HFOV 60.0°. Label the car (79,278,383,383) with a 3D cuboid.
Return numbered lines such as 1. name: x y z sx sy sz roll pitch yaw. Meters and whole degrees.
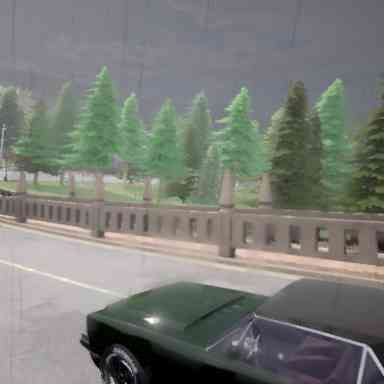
1. car: 1.031 1.594 3.257 4.718 1.301 1.895 0 0 36
